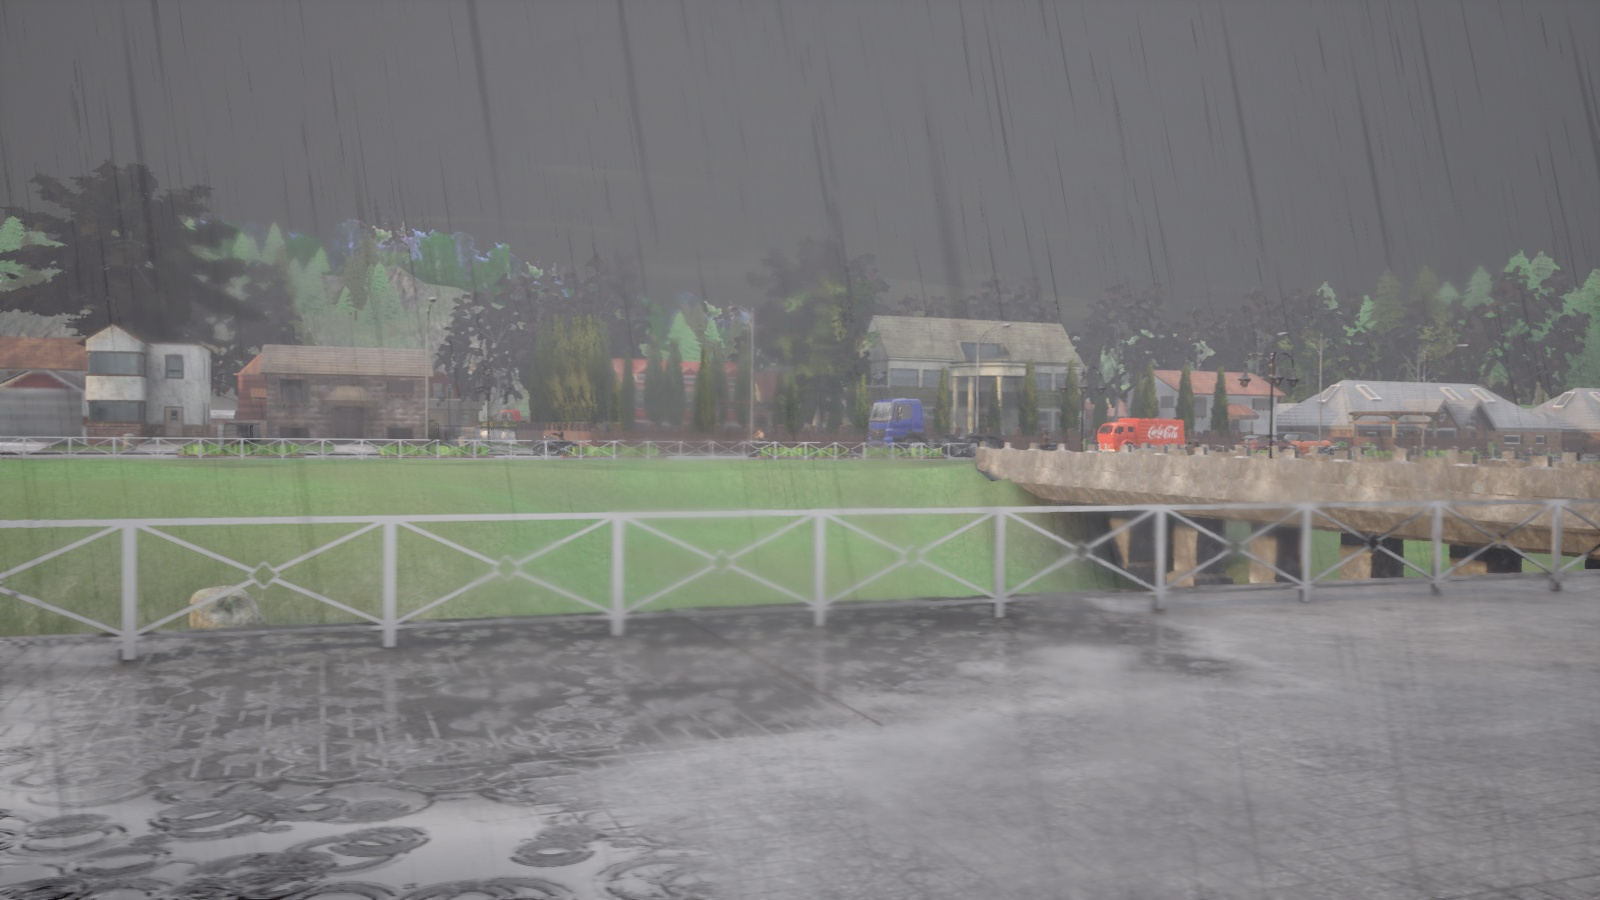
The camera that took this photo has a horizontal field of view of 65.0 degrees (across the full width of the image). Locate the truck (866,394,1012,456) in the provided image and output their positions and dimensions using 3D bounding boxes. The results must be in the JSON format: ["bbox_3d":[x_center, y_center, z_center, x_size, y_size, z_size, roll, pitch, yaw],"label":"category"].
[{"bbox_3d":[8.066,-1.456,72.798,7.936,3.462,2.891,-1,1,-21],"label":"truck"}]

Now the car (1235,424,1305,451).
[{"bbox_3d":[28.526,-0.773,76.292,3.705,1.549,1.789,-1,1,-21],"label":"car"}]

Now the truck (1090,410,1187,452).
[{"bbox_3d":[20.924,-1.179,77.681,5.204,2.467,2.627,-1,1,-21],"label":"truck"}]

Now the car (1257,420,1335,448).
[{"bbox_3d":[32.396,-1.029,82.036,4.553,1.767,2.097,-1,1,-21],"label":"car"}]

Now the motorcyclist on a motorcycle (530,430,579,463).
[{"bbox_3d":[-12.681,-0.171,64.941,2.350,1.649,0.766,-1,1,-21],"label":"motorcyclist on a motorcycle"}]
